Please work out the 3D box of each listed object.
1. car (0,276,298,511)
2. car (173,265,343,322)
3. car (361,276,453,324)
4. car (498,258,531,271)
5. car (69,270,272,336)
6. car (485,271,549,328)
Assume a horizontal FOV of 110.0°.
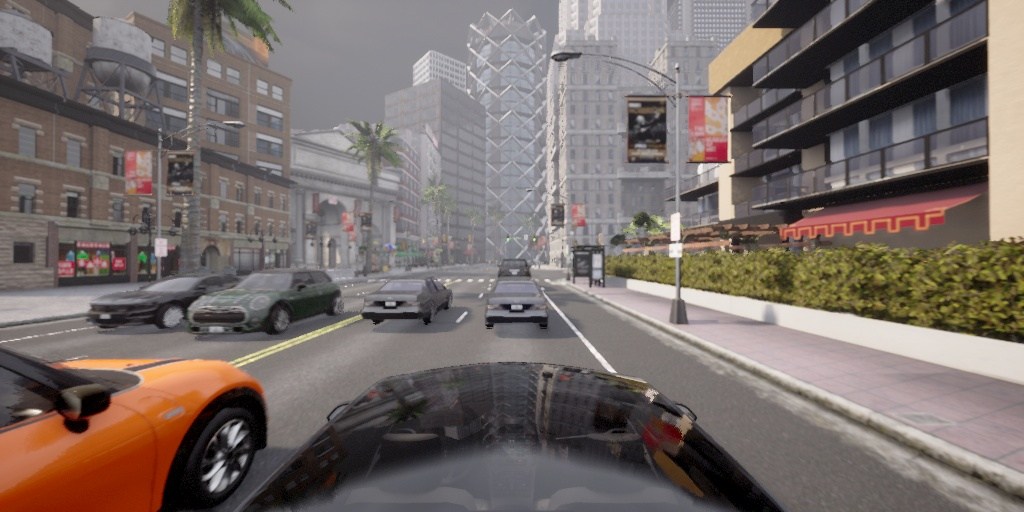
[{"bbox_3d":[-3.321,1.100,1.525,2.097,1.767,4.553,0,-1,-1],"label":"car"},{"bbox_3d":[-7.064,1.186,10.823,2.097,1.767,4.553,0,-1,0],"label":"car"},{"bbox_3d":[-3.358,1.397,12.446,2.033,1.411,5.357,0,-1,0],"label":"car"},{"bbox_3d":[0.175,1.188,25.004,2.150,2.045,5.566,0,0,1],"label":"car"},{"bbox_3d":[-10.559,1.320,11.817,1.882,1.535,5.008,0,-1,0],"label":"car"},{"bbox_3d":[0.133,1.391,11.768,2.033,1.411,5.357,0,-1,0],"label":"car"}]
